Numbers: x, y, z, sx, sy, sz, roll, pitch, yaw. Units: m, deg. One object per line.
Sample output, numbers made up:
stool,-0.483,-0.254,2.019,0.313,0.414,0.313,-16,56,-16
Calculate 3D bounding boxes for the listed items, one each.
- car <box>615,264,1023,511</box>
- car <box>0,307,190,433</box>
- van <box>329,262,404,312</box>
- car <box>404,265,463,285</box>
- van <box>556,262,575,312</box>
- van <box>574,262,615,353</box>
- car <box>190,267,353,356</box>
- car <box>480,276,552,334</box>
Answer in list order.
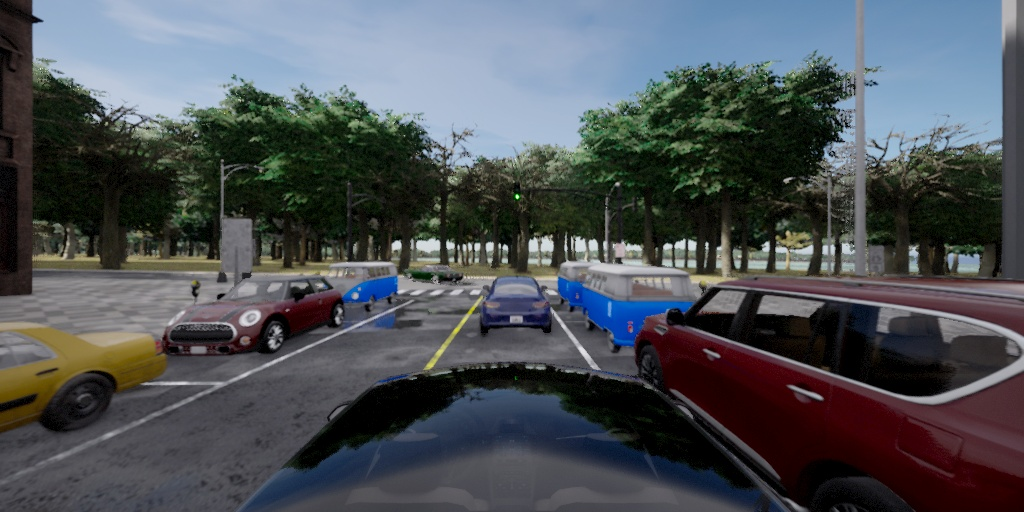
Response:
car,2.762,1.069,3.155,2.192,1.841,5.009,0,0,0
car,-5.763,1.279,2.979,1.751,1.417,4.829,0,0,0
van,-5.770,1.126,14.024,1.690,1.789,3.998,0,0,0
car,-5.946,1.344,26.650,4.718,1.301,1.895,2,0,36
van,2.755,1.126,14.029,1.690,1.789,3.998,0,0,0
van,2.758,1.110,8.592,1.690,1.789,3.998,0,0,0
car,-5.767,1.209,8.586,1.967,1.591,4.097,0,0,0
car,0.096,1.301,10.559,1.812,1.442,4.674,0,0,0
